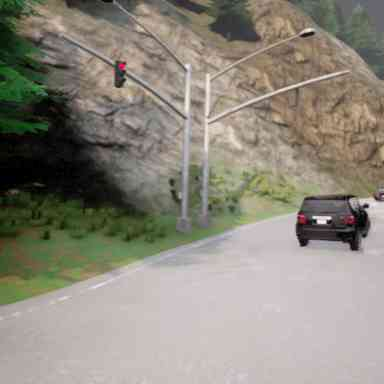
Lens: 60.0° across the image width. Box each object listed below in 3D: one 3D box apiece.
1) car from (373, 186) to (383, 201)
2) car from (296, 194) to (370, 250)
[{"bbox_3d":[16.977,-0.014,27.792,4.181,1.385,1.994,-5,6,-36],"label":"car"},{"bbox_3d":[6.087,1.076,14.121,2.150,2.045,5.566,0,2,33],"label":"car"}]
